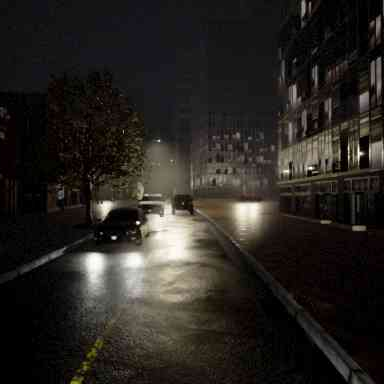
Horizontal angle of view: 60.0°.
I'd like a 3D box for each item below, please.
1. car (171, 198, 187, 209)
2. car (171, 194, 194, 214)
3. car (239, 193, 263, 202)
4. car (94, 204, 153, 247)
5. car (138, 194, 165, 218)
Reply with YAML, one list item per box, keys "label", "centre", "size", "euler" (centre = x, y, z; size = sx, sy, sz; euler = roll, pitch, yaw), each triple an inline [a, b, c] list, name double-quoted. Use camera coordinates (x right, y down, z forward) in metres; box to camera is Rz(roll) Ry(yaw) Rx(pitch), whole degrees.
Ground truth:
- label: "car"
  centre: [-1.876, 1.534, 46.245]
  size: [1.812, 1.442, 4.674]
  euler: [0, 0, -7]
- label: "car"
  centre: [-1.032, 1.227, 35.087]
  size: [2.150, 2.045, 5.566]
  euler: [0, 0, -3]
- label: "car"
  centre: [12.151, 1.213, 68.663]
  size: [5.009, 1.841, 2.192]
  euler: [0, -1, 13]
- label: "car"
  centre: [-3.029, 1.510, 15.072]
  size: [1.837, 1.490, 4.892]
  euler: [0, 0, -1]
- label: "car"
  centre: [-3.653, 1.223, 30.504]
  size: [2.150, 2.045, 5.566]
  euler: [0, 0, -3]
